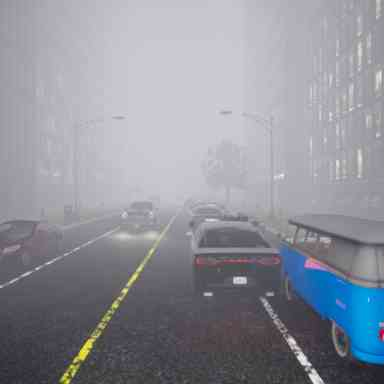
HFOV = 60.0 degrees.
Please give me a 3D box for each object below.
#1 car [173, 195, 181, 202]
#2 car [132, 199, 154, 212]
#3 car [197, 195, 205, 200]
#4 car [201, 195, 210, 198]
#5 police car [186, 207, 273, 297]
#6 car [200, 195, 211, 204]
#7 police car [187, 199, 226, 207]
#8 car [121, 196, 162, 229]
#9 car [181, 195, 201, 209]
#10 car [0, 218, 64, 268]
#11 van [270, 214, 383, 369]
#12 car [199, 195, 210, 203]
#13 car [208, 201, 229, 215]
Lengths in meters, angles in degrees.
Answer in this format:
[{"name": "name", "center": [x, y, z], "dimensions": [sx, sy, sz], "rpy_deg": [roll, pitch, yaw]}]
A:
[{"name": "car", "center": [-3.183, 1.474, 75.784], "dimensions": [1.812, 1.442, 4.674], "rpy_deg": [0, 0, 0]}, {"name": "car", "center": [-5.786, 1.548, 39.729], "dimensions": [2.008, 1.369, 4.403], "rpy_deg": [0, 0, 0]}, {"name": "car", "center": [2.472, 1.463, 90.978], "dimensions": [1.887, 1.381, 4.507], "rpy_deg": [0, 0, 0]}, {"name": "car", "center": [2.582, 1.544, 45.439], "dimensions": [2.008, 1.369, 4.403], "rpy_deg": [0, 0, 0]}, {"name": "police car", "center": [0.879, 1.425, 8.716], "dimensions": [1.930, 1.638, 5.238], "rpy_deg": [0, 0, 0]}, {"name": "car", "center": [2.541, 1.410, 62.516], "dimensions": [1.967, 1.590, 4.097], "rpy_deg": [0, 0, 0]}, {"name": "police car", "center": [0.855, 1.425, 18.716], "dimensions": [1.930, 1.638, 5.238], "rpy_deg": [0, 0, 0]}, {"name": "car", "center": [-3.151, 1.351, 21.295], "dimensions": [2.097, 1.767, 4.553], "rpy_deg": [0, 0, 0]}, {"name": "car", "center": [-0.102, 1.471, 45.189], "dimensions": [1.882, 1.535, 5.008], "rpy_deg": [0, 0, 1]}, {"name": "car", "center": [-5.717, 1.582, 11.266], "dimensions": [1.802, 1.307, 4.206], "rpy_deg": [0, 0, 0]}, {"name": "van", "center": [2.677, 1.341, 5.592], "dimensions": [1.690, 1.788, 3.998], "rpy_deg": [0, 0, 0]}, {"name": "car", "center": [2.527, 1.401, 68.208], "dimensions": [1.967, 1.590, 4.097], "rpy_deg": [0, 0, 0]}, {"name": "car", "center": [2.609, 1.581, 34.054], "dimensions": [1.802, 1.307, 4.206], "rpy_deg": [0, 0, 0]}]
